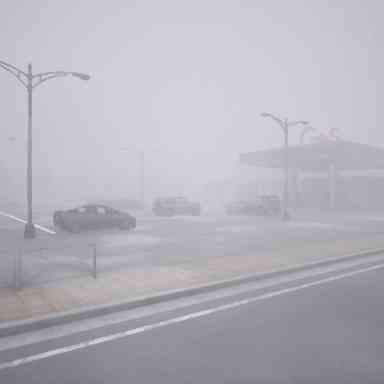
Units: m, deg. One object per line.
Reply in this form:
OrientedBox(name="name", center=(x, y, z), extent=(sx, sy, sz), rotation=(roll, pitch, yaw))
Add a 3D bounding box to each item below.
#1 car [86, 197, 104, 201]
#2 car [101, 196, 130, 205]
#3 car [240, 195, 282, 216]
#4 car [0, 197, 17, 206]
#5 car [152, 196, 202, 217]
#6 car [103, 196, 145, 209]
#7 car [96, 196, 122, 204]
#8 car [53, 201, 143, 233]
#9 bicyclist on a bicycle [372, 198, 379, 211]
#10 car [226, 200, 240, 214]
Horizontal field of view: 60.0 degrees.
OrientedBox(name="car", center=(-13.839, 1.508, 49.079), extent=(3.633, 1.501, 1.845), rotation=(0, 0, -36))
OrientedBox(name="car", center=(-14.509, 1.519, 63.177), extent=(5.027, 1.636, 2.152), rotation=(0, 0, -36))
OrientedBox(name="car", center=(6.944, 1.266, 32.314), extent=(3.866, 1.878, 1.905), rotation=(0, 0, -36))
OrientedBox(name="car", center=(-29.761, 1.573, 52.416), extent=(3.806, 1.475, 1.970), rotation=(0, 0, -36))
OrientedBox(name="car", center=(-1.365, 1.287, 30.399), extent=(4.605, 1.855, 1.932), rotation=(0, 0, -36))
OrientedBox(name="car", center=(-8.048, 1.487, 40.935), extent=(4.514, 1.523, 2.007), rotation=(0, 0, -36))
OrientedBox(name="car", center=(-16.380, 1.528, 65.696), extent=(4.514, 1.523, 2.007), rotation=(0, 0, -36))
OrientedBox(name="car", center=(-5.454, 1.487, 18.923), extent=(4.514, 1.523, 2.007), rotation=(0, 0, -36))
OrientedBox(name="bicyclist on a bicycle", center=(23.949, 1.643, 43.381), extent=(1.656, 1.620, 0.582), rotation=(0, 0, -35))
OrientedBox(name="car", center=(5.502, 1.550, 35.372), extent=(3.806, 1.475, 1.970), rotation=(0, 0, -36))
